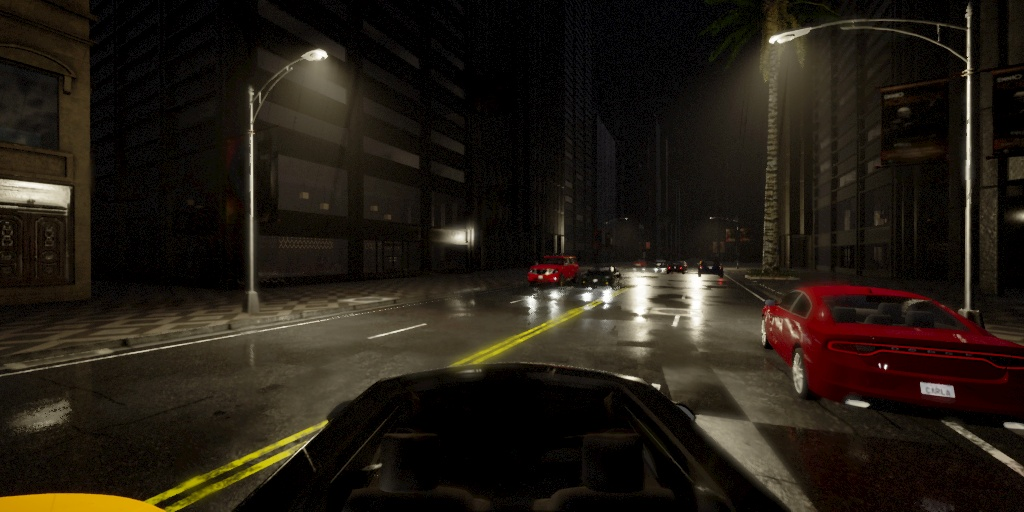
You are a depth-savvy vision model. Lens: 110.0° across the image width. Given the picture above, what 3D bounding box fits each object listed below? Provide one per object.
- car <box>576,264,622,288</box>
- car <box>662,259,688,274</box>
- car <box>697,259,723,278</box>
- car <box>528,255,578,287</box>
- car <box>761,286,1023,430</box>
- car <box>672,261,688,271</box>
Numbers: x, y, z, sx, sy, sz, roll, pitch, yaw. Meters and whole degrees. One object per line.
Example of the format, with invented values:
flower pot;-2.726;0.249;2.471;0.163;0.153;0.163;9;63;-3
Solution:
car;6.008;1.320;23.747;1.994;1.385;4.181;0;0;27
car;18.667;1.317;40.788;2.033;1.411;5.357;0;0;27
car;19.304;1.118;34.965;2.097;1.767;4.553;0;0;27
car;3.065;0.977;25.131;2.150;2.045;5.566;0;0;27
car;5.516;1.228;5.895;1.882;1.535;5.008;0;0;27
car;23.558;1.381;50.284;1.895;1.301;4.718;0;0;27
